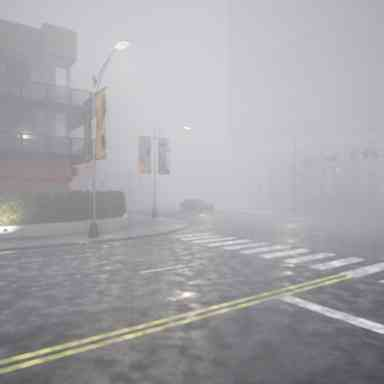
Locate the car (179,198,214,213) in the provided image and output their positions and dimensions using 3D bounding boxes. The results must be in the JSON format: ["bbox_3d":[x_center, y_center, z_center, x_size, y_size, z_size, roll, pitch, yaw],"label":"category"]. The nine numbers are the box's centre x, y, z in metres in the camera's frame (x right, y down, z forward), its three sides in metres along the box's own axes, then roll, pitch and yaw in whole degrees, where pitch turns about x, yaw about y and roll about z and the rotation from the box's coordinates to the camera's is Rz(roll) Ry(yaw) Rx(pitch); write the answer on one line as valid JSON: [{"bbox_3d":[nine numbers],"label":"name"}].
[{"bbox_3d":[0.473,1.460,37.256,1.882,1.535,5.008,0,0,-35],"label":"car"}]
